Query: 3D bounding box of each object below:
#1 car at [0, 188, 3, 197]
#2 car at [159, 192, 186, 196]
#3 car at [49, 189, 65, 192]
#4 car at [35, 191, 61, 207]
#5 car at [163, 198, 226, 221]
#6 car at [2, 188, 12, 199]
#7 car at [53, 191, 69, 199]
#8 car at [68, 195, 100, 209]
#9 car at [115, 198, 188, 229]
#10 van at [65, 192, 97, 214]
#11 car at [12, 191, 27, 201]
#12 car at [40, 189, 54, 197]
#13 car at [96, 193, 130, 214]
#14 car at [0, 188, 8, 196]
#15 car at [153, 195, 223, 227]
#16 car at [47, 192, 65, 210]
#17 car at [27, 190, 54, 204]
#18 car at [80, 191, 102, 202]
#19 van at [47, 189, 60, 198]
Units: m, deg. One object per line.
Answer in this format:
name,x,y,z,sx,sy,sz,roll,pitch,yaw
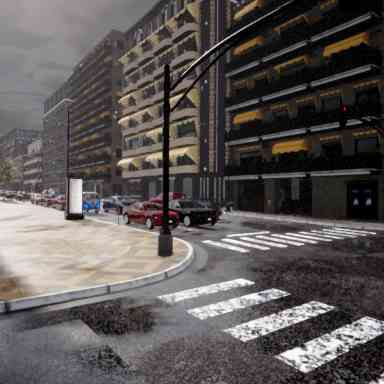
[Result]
car,-39.112,0.301,69.323,2.008,1.369,4.403,2,0,-36
car,-2.330,0.936,33.146,2.192,1.841,5.009,2,0,-36
car,-17.706,0.635,44.445,2.097,1.767,4.553,1,0,-36
car,-15.770,0.909,37.338,1.887,1.381,4.507,2,0,-36
car,0.038,1.262,25.476,2.033,1.411,5.357,1,1,-36
car,-32.443,0.470,60.185,1.887,1.381,4.507,2,0,-36
car,-25.779,0.529,65.268,1.752,1.417,4.829,2,0,-36
car,-11.849,1.039,36.351,1.895,1.301,4.718,1,0,-36
car,-2.433,1.261,19.061,1.887,1.381,4.507,2,0,-36
van,-9.095,0.881,28.200,1.690,1.788,3.998,2,0,-36
car,-25.771,0.541,51.046,1.967,1.590,4.097,2,0,-36
car,-32.345,0.272,74.270,1.967,1.590,4.097,2,0,-36
car,-6.028,1.083,28.364,2.128,1.511,4.902,1,0,-36
car,-42.440,-0.022,73.893,2.192,1.841,5.009,2,0,-36
car,-0.444,1.216,20.704,1.882,1.535,5.008,1,0,-35
car,-12.436,0.997,32.769,1.887,1.381,4.507,2,0,-36
car,-19.004,0.805,41.771,1.752,1.417,4.829,2,0,-36
car,-15.672,0.710,51.423,1.967,1.590,4.097,2,0,-36
van,-29.007,0.260,69.700,1.690,1.788,3.998,2,0,-36
